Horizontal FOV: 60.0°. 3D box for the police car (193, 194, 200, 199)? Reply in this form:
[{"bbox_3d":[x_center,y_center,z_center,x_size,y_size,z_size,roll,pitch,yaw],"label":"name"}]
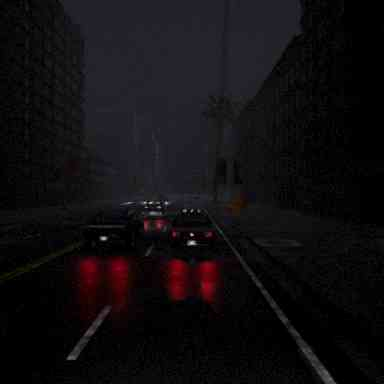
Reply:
[{"bbox_3d":[1.138,1.407,90.231,1.930,1.638,5.238,0,0,0],"label":"police car"}]

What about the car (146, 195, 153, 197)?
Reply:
[{"bbox_3d":[-9.751,1.457,75.989,2.128,1.511,4.902,0,0,0],"label":"car"}]

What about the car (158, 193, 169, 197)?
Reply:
[{"bbox_3d":[-6.501,1.157,75.959,2.150,2.045,5.566,0,0,0],"label":"car"}]

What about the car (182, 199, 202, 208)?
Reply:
[{"bbox_3d":[0.000,1.606,29.680,1.895,1.301,4.718,0,0,0],"label":"car"}]

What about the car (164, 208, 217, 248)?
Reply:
[{"bbox_3d":[0.000,1.613,14.680,1.895,1.301,4.718,0,0,0],"label":"car"}]

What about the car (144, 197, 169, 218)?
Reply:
[{"bbox_3d":[-3.250,1.485,29.650,2.128,1.511,4.902,0,0,0],"label":"car"}]

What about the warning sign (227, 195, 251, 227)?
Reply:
[{"bbox_3d":[2.848,1.108,20.124,1.300,1.860,1.060,0,0,0],"label":"warning sign"}]

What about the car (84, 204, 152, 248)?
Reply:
[{"bbox_3d":[-3.249,1.492,14.650,2.128,1.511,4.902,0,0,0],"label":"car"}]
